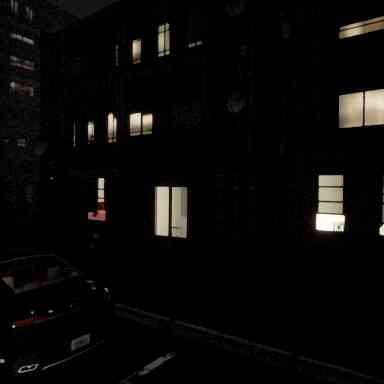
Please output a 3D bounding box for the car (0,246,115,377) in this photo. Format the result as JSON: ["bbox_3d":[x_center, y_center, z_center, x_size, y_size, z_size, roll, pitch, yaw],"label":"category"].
[{"bbox_3d":[-3.103,1.549,5.230,4.403,1.369,2.008,0,1,36],"label":"car"}]

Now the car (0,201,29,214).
[{"bbox_3d":[-20.436,1.672,35.716,2.033,1.411,5.357,1,0,36],"label":"car"}]
